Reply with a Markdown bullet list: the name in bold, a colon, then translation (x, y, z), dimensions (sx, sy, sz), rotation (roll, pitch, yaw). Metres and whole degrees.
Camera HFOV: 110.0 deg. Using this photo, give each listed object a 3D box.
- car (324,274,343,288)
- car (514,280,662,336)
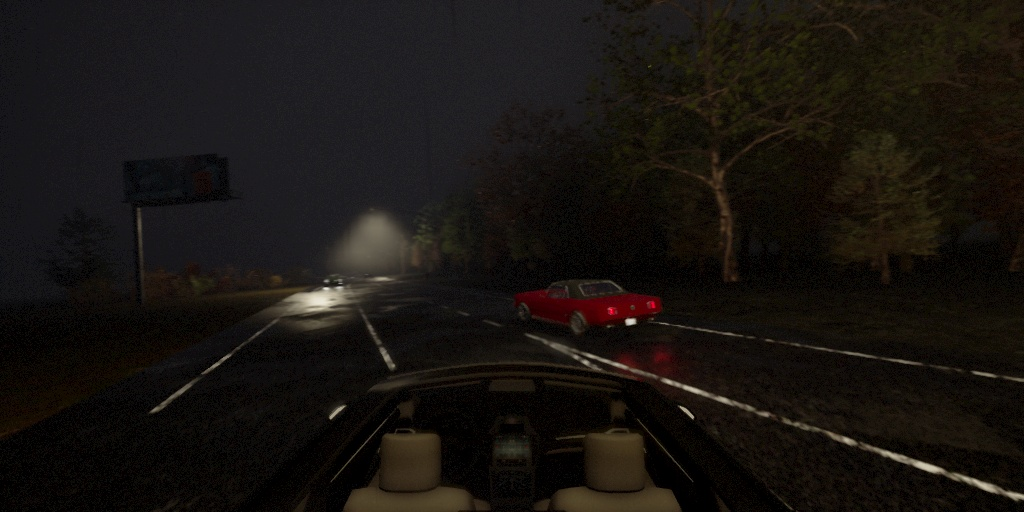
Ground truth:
- **car**: translation (-24.120, 3.278, 48.574), dimensions (2.097, 1.767, 4.553), rotation (-3, -1, -24)
- **car**: translation (1.822, 1.348, 10.417), dimensions (1.895, 1.301, 4.718), rotation (-3, -1, -26)
